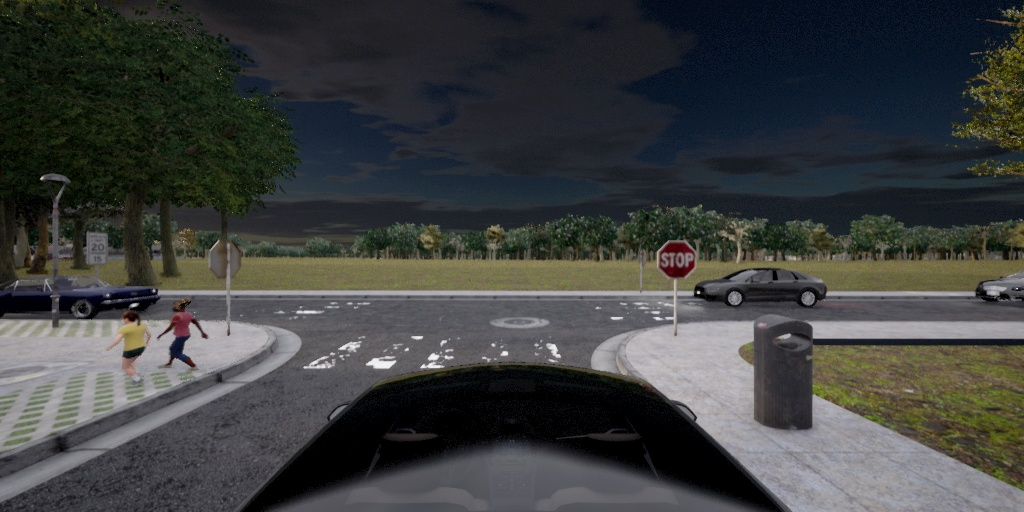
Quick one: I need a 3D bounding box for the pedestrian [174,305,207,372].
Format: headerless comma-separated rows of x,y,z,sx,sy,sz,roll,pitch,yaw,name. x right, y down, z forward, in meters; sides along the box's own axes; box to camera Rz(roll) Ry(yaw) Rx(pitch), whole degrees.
-5.269,0.890,5.726,0.375,1.860,0.375,0,0,0,pedestrian

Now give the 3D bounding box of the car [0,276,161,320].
-14.802,1.326,11.963,4.718,1.301,1.895,0,0,0,car

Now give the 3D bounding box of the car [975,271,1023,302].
22.409,1.268,14.868,4.902,1.511,2.128,0,0,0,car

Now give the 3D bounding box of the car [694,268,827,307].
10.171,1.268,14.884,4.892,1.490,1.837,0,0,0,car

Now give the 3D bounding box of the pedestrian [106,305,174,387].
-5.348,1.270,5.124,0.500,1.100,0.500,0,0,0,pedestrian
